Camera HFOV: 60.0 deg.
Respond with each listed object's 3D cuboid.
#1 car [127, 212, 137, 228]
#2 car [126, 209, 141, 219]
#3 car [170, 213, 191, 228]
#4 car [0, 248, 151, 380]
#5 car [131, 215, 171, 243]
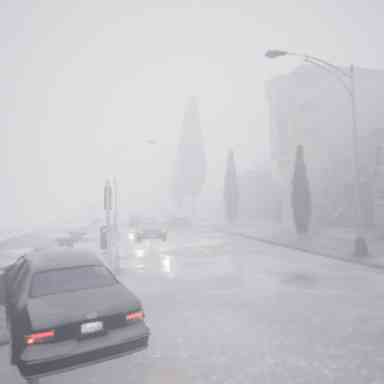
[{"bbox_3d":[-5.825,3.140,35.856,1.895,1.301,4.718,-1,-2,-12],"label":"car"},{"bbox_3d":[-8.990,3.367,50.838,1.994,1.385,4.181,-1,-2,-12],"label":"car"},{"bbox_3d":[-1.460,2.889,34.308,1.812,1.442,4.674,-2,-2,-13],"label":"car"},{"bbox_3d":[-2.605,1.852,6.499,2.033,1.411,5.357,0,-1,-31],"label":"car"},{"bbox_3d":[-2.839,2.459,22.143,1.812,1.442,4.674,-1,-2,-13],"label":"car"}]
